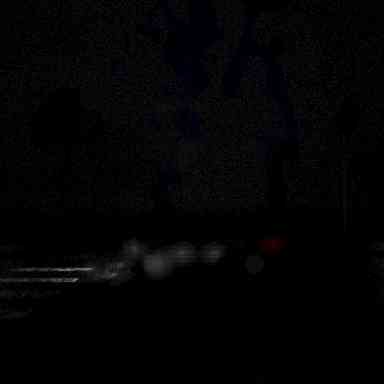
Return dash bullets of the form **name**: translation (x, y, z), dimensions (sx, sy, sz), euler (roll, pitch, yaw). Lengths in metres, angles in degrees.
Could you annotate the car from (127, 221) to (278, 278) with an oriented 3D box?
- **car**: translation (0.297, 1.537, 9.555), dimensions (4.181, 1.385, 1.994), euler (0, 0, 1)
